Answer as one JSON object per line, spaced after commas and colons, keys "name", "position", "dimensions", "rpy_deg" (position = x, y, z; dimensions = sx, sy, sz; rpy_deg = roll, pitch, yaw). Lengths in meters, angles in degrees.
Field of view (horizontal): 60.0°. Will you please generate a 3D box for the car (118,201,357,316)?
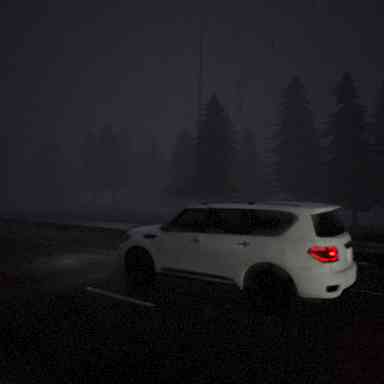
{"name": "car", "position": [0.748, 1.226, 7.769], "dimensions": [5.566, 2.045, 2.150], "rpy_deg": [0, 0, 36]}
